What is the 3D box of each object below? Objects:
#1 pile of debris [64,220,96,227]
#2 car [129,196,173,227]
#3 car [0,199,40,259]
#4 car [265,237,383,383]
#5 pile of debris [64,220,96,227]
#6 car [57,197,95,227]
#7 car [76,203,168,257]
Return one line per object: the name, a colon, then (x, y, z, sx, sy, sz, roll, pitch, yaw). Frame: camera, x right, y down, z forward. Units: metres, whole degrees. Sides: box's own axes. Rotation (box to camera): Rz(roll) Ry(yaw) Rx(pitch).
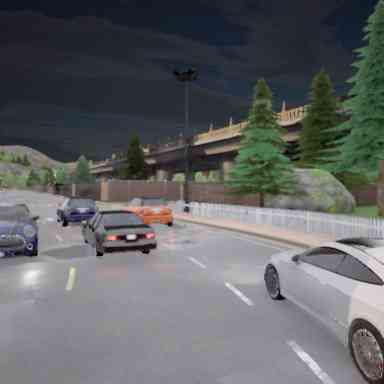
pile of debris: (-6.769, 1.892, 19.992, 1.500, 0.140, 1.860, -1, 1, -29)
car: (-2.825, 1.061, 19.825, 2.097, 1.767, 4.553, -1, 1, -26)
car: (-6.499, 1.194, 11.622, 2.097, 1.767, 4.553, -1, 1, -24)
car: (2.696, 1.440, 5.178, 1.812, 1.442, 4.674, 0, 1, -8)
pile of debris: (-6.769, 1.892, 19.992, 1.500, 0.140, 1.860, -1, 1, -29)
car: (-7.110, 1.060, 20.646, 2.097, 1.767, 4.553, -1, 1, -27)
car: (-2.847, 1.370, 12.256, 2.033, 1.411, 5.357, -1, 1, -24)
